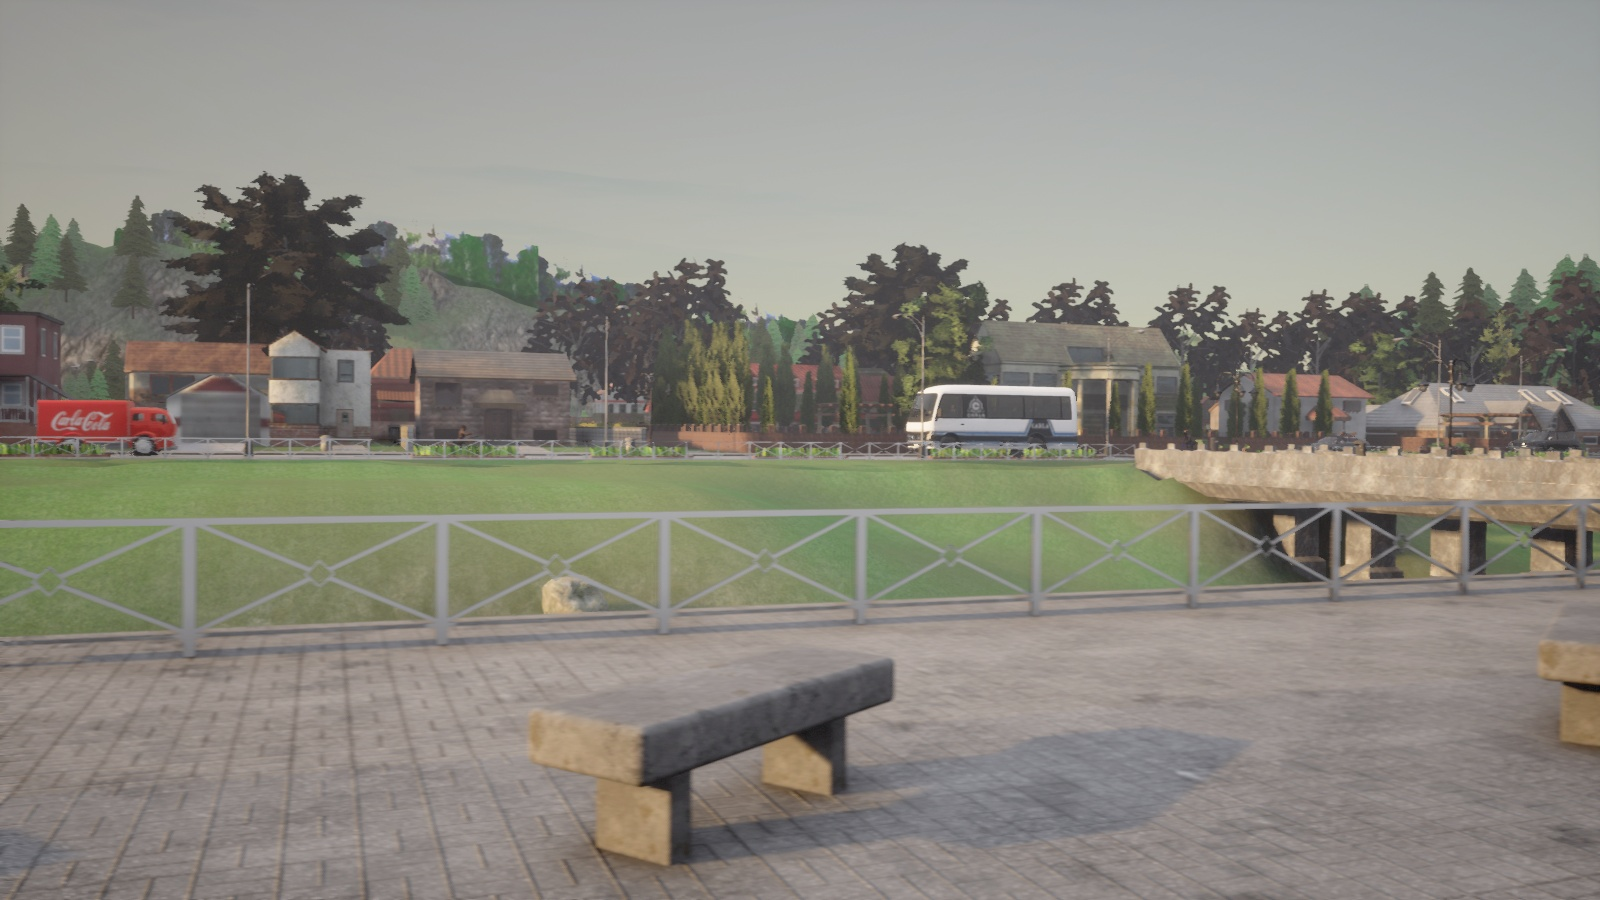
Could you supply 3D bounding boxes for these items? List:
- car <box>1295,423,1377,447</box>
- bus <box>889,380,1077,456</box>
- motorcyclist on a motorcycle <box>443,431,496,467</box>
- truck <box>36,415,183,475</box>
[{"bbox_3d":[35.498,-0.984,83.227,4.902,1.511,2.128,-1,1,-21],"label":"car"},{"bbox_3d":[10.758,-1.896,73.823,10.273,4.253,3.944,-1,1,-21],"label":"bus"},{"bbox_3d":[-15.657,-0.051,59.539,2.350,1.649,0.766,-1,1,-21],"label":"motorcyclist on a motorcycle"},{"bbox_3d":[-29.693,-0.250,54.208,5.204,2.467,2.627,-1,1,-21],"label":"truck"}]
